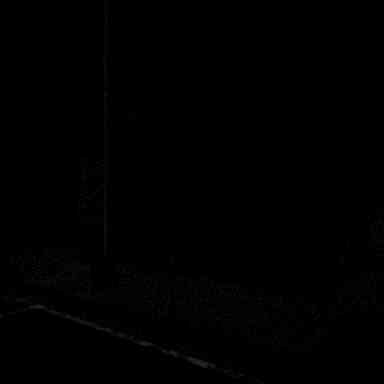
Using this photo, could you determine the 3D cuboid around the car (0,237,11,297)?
[{"bbox_3d":[-5.864,1.398,7.134,5.009,1.841,2.192,-1,0,36],"label":"car"}]
